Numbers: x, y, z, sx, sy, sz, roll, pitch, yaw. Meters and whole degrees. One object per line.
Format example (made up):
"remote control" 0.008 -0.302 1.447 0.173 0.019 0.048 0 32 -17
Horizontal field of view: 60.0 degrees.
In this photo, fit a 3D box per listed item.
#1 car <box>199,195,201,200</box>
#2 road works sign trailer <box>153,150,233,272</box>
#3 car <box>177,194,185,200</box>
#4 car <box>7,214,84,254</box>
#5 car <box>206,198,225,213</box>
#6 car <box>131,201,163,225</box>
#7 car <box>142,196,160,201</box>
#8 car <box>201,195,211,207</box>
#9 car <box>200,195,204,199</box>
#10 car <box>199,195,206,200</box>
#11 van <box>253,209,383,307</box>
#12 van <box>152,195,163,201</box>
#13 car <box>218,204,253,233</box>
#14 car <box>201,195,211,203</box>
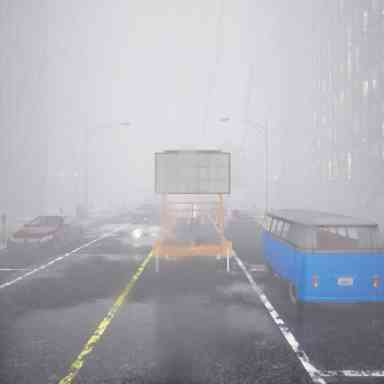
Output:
"car" 2.823 1.410 64.622 1.967 1.590 4.097 0 0 0
"road works sign trailer" 0.022 0.464 10.723 2.380 3.560 2.880 0 0 0
"car" -2.822 1.281 87.478 2.097 1.767 4.553 0 0 0
"car" -5.663 1.582 13.410 1.802 1.307 4.206 0 0 0
"car" 2.764 1.581 36.160 1.802 1.307 4.206 0 0 0
"car" -3.052 1.563 23.611 1.994 1.385 4.181 0 0 0
"car" -5.605 1.548 41.873 2.008 1.369 4.403 0 0 0
"car" 2.788 1.544 47.545 2.008 1.369 4.403 0 0 0
"car" 2.799 1.538 53.237 2.008 1.369 4.403 0 0 0
"car" 2.881 1.462 93.085 1.887 1.381 4.507 0 0 0
"van" 2.706 1.341 7.698 1.690 1.788 3.998 0 0 0
"van" -5.581 1.328 53.258 1.690 1.788 3.998 0 0 0
"car" 2.729 1.581 19.082 1.802 1.307 4.206 0 0 0
"car" 2.834 1.401 70.314 1.967 1.590 4.097 0 0 0
